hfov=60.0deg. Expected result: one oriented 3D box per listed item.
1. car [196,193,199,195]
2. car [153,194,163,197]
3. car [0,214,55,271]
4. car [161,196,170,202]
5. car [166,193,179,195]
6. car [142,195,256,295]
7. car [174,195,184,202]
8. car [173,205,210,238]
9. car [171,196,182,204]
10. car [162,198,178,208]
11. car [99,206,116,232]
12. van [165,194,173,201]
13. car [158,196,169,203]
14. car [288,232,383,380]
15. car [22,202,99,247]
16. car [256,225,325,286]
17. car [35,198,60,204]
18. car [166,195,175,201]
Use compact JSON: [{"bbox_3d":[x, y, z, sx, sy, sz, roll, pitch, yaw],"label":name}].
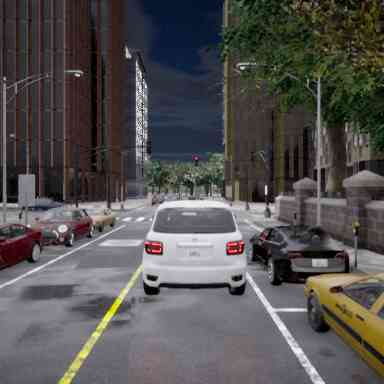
[{"bbox_3d":[-0.044,1.509,73.038,1.837,1.490,4.892,0,0,0],"label":"car"},{"bbox_3d":[-5.805,1.318,57.558,2.192,1.841,5.009,0,0,0],"label":"car"},{"bbox_3d":[-5.771,1.543,9.237,1.887,1.381,4.507,0,0,0],"label":"car"},{"bbox_3d":[-5.816,1.534,73.701,1.752,1.417,4.829,0,0,0],"label":"car"},{"bbox_3d":[-3.125,1.480,57.148,1.882,1.535,5.008,0,0,0],"label":"car"},{"bbox_3d":[0.060,1.220,8.835,2.150,2.045,5.566,0,0,0],"label":"car"},{"bbox_3d":[-3.055,1.543,77.331,2.033,1.411,5.357,0,0,0],"label":"car"},{"bbox_3d":[0.010,1.523,18.480,1.812,1.442,4.674,0,0,0],"label":"car"},{"bbox_3d":[-3.069,1.570,66.991,1.994,1.385,4.181,0,0,1],"label":"car"},{"bbox_3d":[-3.130,1.564,48.122,1.994,1.385,4.181,0,0,0],"label":"car"},{"bbox_3d":[-5.778,1.523,19.981,1.752,1.417,4.829,0,0,0],"label":"car"},{"bbox_3d":[-5.824,1.355,84.746,1.690,1.788,3.998,0,0,0],"label":"van"},{"bbox_3d":[-5.812,1.588,68.433,1.802,1.307,4.206,0,0,0],"label":"car"},{"bbox_3d":[2.758,1.525,3.958,1.752,1.417,4.829,0,0,0],"label":"car"},{"bbox_3d":[-5.775,1.438,14.694,1.967,1.590,4.097,0,0,0],"label":"car"},{"bbox_3d":[2.754,1.564,9.245,1.947,1.339,4.313,0,0,0],"label":"car"},{"bbox_3d":[-13.651,1.283,31.800,4.674,1.442,1.812,1,0,-3],"label":"car"},{"bbox_3d":[-5.827,1.568,90.184,2.008,1.369,4.403,0,0,0],"label":"car"}]
